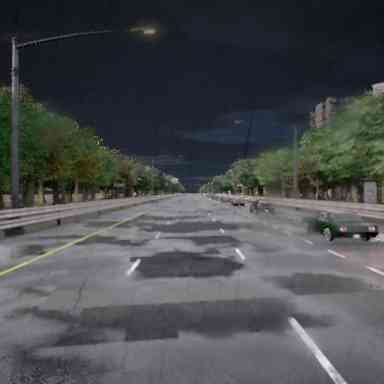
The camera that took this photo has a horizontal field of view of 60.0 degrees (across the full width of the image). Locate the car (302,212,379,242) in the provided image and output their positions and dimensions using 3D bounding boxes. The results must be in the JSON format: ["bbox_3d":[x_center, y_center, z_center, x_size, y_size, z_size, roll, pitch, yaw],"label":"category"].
[{"bbox_3d":[7.005,1.604,16.365,1.895,1.301,4.718,0,0,0],"label":"car"}]

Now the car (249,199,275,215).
[{"bbox_3d":[7.009,1.512,33.514,1.837,1.490,4.892,0,0,0],"label":"car"}]

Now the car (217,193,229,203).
[{"bbox_3d":[7.044,1.563,70.910,2.128,1.511,4.902,0,0,0],"label":"car"}]

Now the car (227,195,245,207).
[{"bbox_3d":[7.013,1.615,51.954,1.895,1.301,4.718,0,0,0],"label":"car"}]
